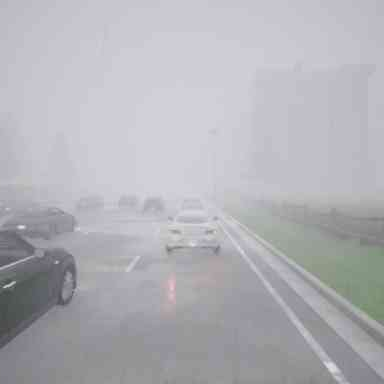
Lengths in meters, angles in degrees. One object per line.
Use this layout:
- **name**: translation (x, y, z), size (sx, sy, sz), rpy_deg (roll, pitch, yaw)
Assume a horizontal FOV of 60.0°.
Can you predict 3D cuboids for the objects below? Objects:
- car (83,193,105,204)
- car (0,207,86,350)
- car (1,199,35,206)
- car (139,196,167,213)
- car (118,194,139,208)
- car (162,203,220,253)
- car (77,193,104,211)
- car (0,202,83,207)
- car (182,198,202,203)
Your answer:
- **car**: translation (-14.080, 0.904, 48.117), size (1.837, 1.490, 4.892), rpy_deg (0, 1, 0)
- **car**: translation (-3.400, 1.289, 4.949), size (2.097, 1.767, 4.553), rpy_deg (0, 1, 0)
- **car**: translation (-13.960, 1.224, 27.316), size (1.994, 1.385, 4.181), rpy_deg (0, 1, 0)
- **car**: translation (-3.482, 1.108, 31.538), size (1.837, 1.490, 4.892), rpy_deg (0, 1, 0)
- **car**: translation (-7.017, 1.034, 37.565), size (1.837, 1.490, 4.892), rpy_deg (0, 1, 0)
- **car**: translation (0.038, 1.363, 12.701), size (1.812, 1.442, 4.674), rpy_deg (0, 1, 0)
- **car**: translation (-10.499, 1.134, 34.324), size (1.994, 1.385, 4.181), rpy_deg (0, 1, 0)
- **car**: translation (-6.905, 1.369, 15.530), size (1.994, 1.385, 4.181), rpy_deg (0, 1, 0)
- **car**: translation (0.005, 1.200, 31.647), size (1.895, 1.301, 4.718), rpy_deg (0, 1, 0)
